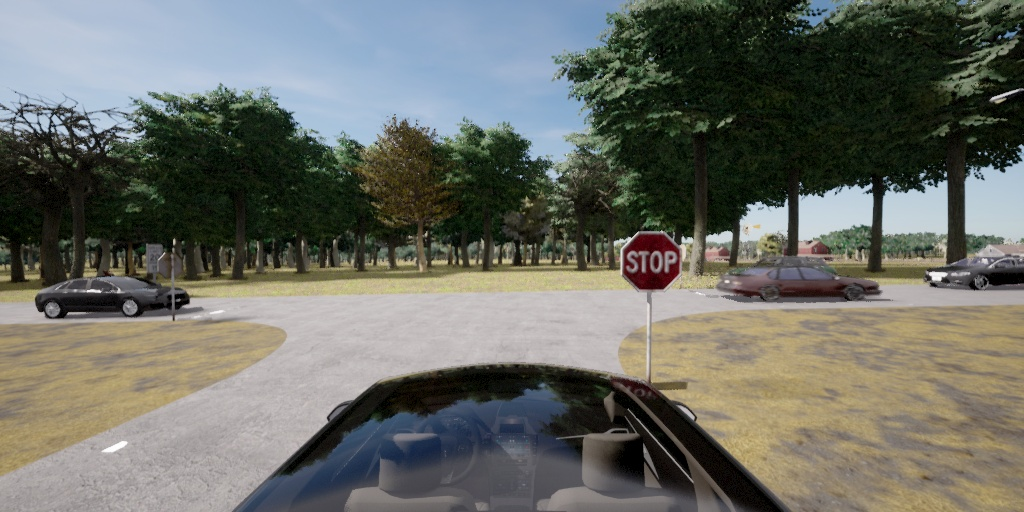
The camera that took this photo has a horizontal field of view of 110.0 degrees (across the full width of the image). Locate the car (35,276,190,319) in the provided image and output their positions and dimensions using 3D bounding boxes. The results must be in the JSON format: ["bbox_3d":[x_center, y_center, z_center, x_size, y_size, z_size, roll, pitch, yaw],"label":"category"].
[{"bbox_3d":[-15.587,1.551,14.138,4.892,1.490,1.837,-1,1,0],"label":"car"}]

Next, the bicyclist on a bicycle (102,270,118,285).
[{"bbox_3d":[-22.620,1.595,20.123,0.582,1.620,1.656,-1,0,0],"label":"bicyclist on a bicycle"}]

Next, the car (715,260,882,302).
[{"bbox_3d":[11.369,1.058,14.548,5.357,1.411,2.033,-1,1,6],"label":"car"}]

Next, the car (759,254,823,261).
[{"bbox_3d":[12.559,0.806,16.973,4.553,1.767,2.097,-1,1,-1],"label":"car"}]

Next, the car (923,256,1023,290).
[{"bbox_3d":[22.609,0.767,17.017,4.902,1.511,2.128,-1,1,0],"label":"car"}]
